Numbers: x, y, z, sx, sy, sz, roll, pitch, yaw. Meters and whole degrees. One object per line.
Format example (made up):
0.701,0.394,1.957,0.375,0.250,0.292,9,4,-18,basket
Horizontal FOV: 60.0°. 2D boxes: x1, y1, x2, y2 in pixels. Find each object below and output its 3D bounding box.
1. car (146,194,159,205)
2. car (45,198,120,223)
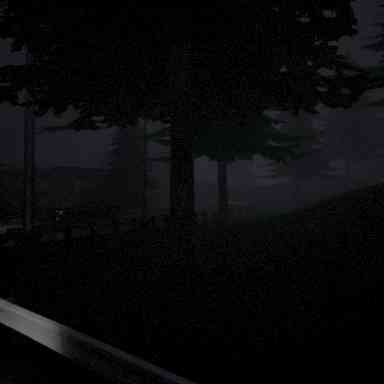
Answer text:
-6.689,0.920,45.696,5.008,1.535,1.882,1,1,36,car
-6.973,1.146,21.603,1.882,1.535,5.008,1,1,37,car
